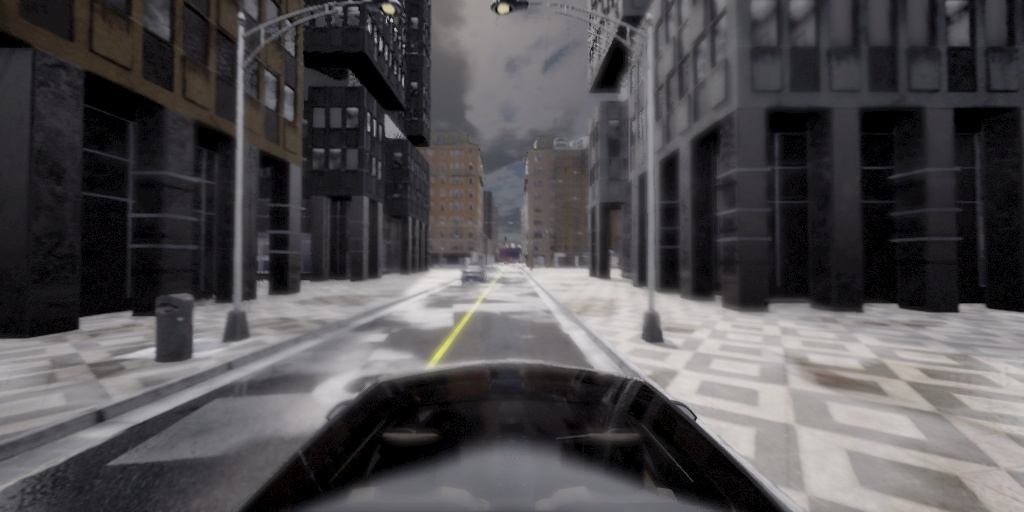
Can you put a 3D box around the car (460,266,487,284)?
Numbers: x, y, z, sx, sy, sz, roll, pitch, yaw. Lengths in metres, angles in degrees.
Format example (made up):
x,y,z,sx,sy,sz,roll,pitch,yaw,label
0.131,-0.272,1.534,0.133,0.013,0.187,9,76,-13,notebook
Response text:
x,y,z,sx,sy,sz,roll,pitch,yaw,label
-3.110,1.533,30.263,2.033,1.411,5.357,0,-1,0,car
